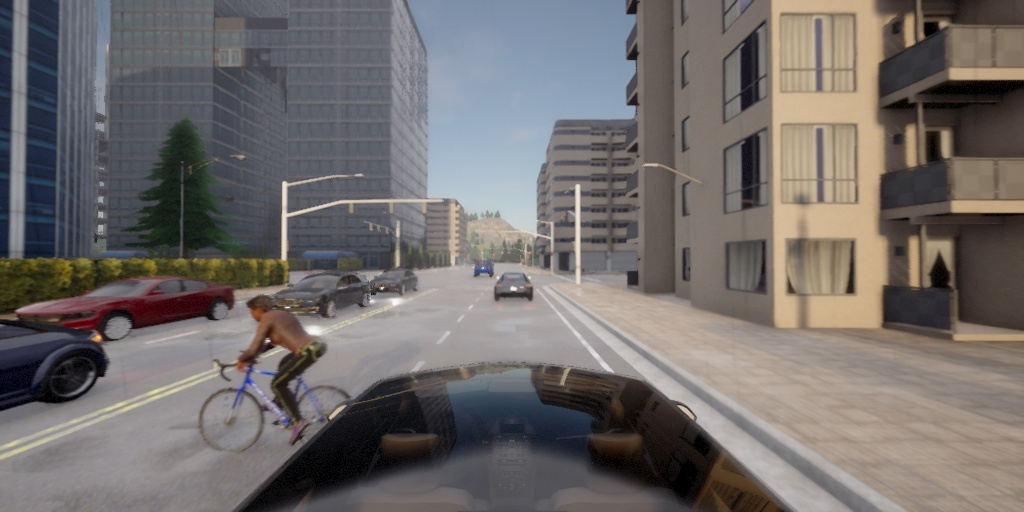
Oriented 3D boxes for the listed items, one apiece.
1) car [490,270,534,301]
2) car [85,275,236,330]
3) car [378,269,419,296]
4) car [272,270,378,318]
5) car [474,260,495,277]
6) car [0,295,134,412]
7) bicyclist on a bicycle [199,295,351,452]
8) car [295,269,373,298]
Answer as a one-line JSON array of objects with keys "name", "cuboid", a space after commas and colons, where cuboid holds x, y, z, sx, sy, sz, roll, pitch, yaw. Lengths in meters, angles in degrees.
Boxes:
[{"name": "car", "cuboid": [0.094, 1.539, 18.855, 1.994, 1.385, 4.181, 0, -1, 0]}, {"name": "car", "cuboid": [-10.588, 1.342, 10.421, 1.882, 1.535, 5.008, 0, -1, 0]}, {"name": "car", "cuboid": [-7.006, 1.535, 21.710, 1.837, 1.490, 4.892, 0, -1, 0]}, {"name": "car", "cuboid": [-7.078, 1.414, 13.752, 1.837, 1.490, 4.892, 0, -1, 0]}, {"name": "car", "cuboid": [-3.413, 1.536, 44.414, 2.150, 2.045, 5.566, 0, 0, 0]}, {"name": "car", "cuboid": [-7.098, 1.339, 3.656, 1.994, 1.385, 4.181, 0, -1, 0]}, {"name": "bicyclist on a bicycle", "cuboid": [-2.429, 1.230, 3.713, 1.656, 1.620, 0.582, -2, -1, 0]}, {"name": "car", "cuboid": [-10.506, 1.560, 21.709, 2.033, 1.411, 5.357, 0, -1, 0]}]
